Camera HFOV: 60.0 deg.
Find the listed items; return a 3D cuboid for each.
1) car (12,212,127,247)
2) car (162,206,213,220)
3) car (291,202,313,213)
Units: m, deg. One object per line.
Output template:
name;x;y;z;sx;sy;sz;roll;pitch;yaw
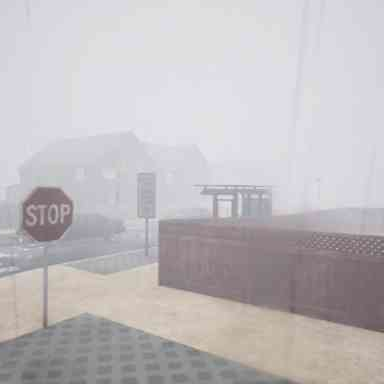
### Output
car;-5.714;1.705;16.338;2.033;1.411;5.357;1;0;37
car;-0.196;1.794;24.037;1.837;1.490;4.892;1;0;35
car;15.065;2.164;45.383;2.128;1.511;4.902;1;0;36
